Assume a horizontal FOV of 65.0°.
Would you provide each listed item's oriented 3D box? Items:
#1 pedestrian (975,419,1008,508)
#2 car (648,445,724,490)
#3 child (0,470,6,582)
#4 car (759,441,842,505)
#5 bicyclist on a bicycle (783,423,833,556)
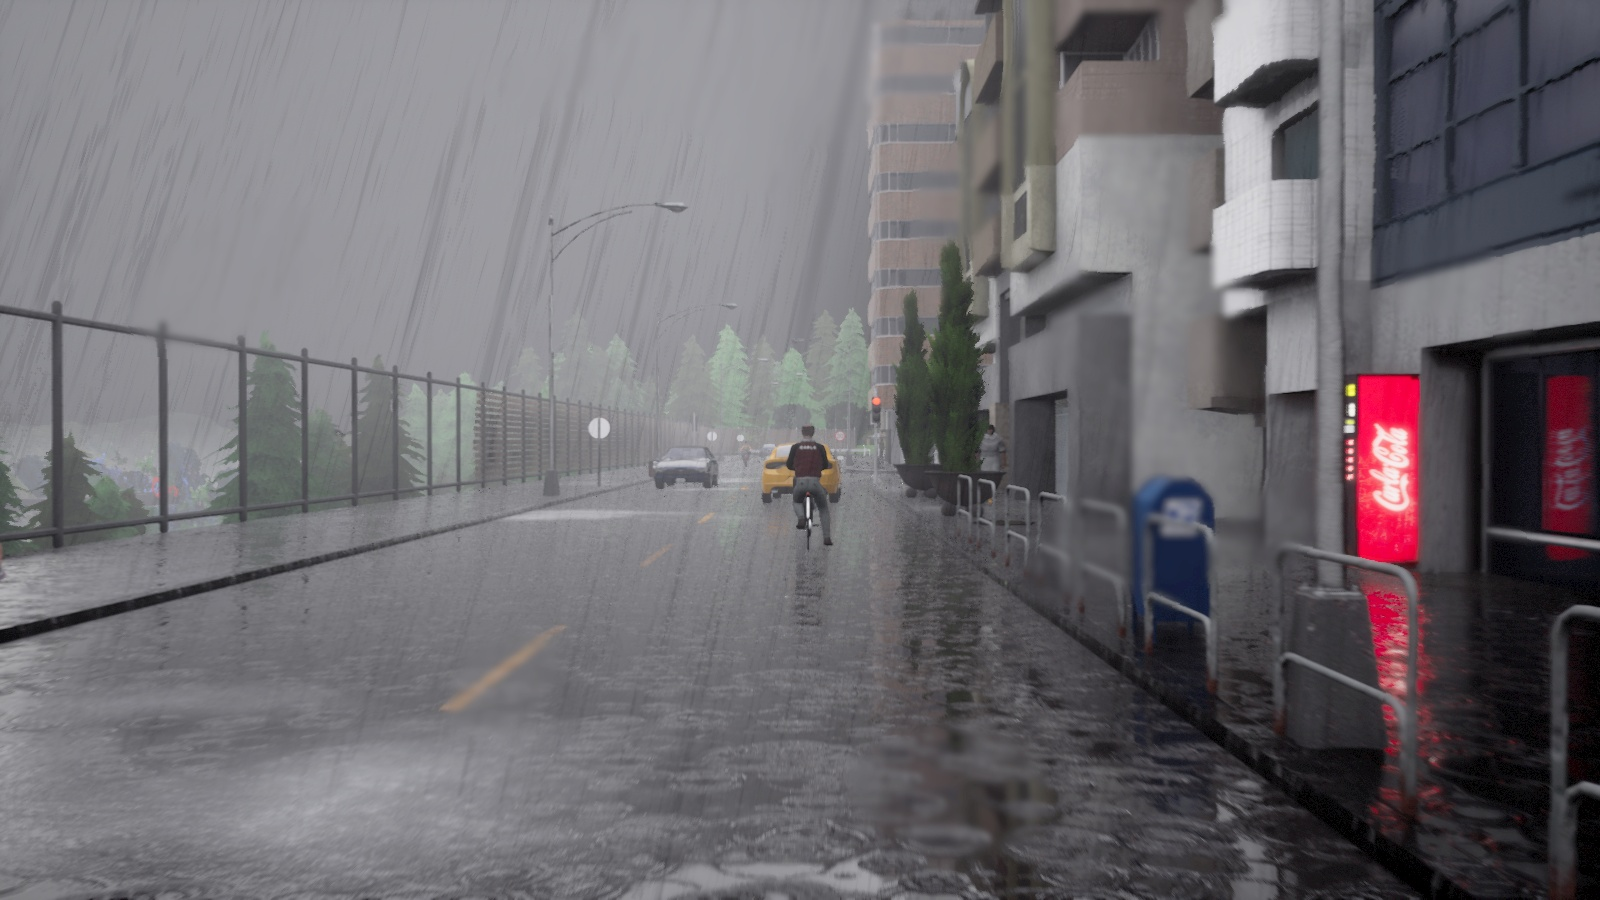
[{"bbox_3d":[4.324,0.297,28.345,0.659,1.952,0.873,0,0,14],"label":"pedestrian"},{"bbox_3d":[-3.776,0.552,42.390,2.033,1.411,5.357,0,0,0],"label":"car"},{"bbox_3d":[-8.111,0.760,12.440,0.255,1.110,0.394,0,0,-4],"label":"child"},{"bbox_3d":[0.092,0.541,32.513,1.882,1.535,5.008,0,0,3],"label":"car"},{"bbox_3d":[0.114,0.517,17.739,0.659,1.776,1.843,0,1,0],"label":"bicyclist on a bicycle"}]
